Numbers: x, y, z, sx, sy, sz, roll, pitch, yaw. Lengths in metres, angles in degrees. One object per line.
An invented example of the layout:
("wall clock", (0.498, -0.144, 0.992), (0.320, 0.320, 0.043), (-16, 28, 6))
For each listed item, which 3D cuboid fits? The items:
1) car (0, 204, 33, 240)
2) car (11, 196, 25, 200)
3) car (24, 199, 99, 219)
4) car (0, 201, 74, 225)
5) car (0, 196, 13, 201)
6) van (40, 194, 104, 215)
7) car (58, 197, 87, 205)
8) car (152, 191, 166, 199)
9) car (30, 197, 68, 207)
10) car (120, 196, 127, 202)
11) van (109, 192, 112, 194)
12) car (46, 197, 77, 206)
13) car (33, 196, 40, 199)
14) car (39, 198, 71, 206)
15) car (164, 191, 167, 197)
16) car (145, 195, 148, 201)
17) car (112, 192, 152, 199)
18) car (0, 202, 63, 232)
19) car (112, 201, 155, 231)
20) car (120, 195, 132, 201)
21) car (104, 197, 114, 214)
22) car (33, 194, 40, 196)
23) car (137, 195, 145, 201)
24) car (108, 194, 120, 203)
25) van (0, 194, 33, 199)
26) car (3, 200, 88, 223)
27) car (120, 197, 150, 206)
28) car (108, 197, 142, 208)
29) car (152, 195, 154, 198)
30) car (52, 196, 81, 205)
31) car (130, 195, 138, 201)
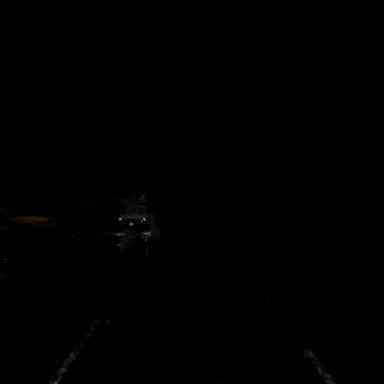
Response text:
("car", (-10.282, 1.479, 14.974), (4.892, 1.521, 2.231), (0, 0, 0))
("car", (-23.343, 1.538, 39.896), (4.792, 1.488, 2.163), (0, 0, 0))
("car", (-10.228, 1.512, 26.078), (4.792, 1.488, 2.163), (0, 0, 0))
("car", (-10.237, 1.510, 20.526), (4.792, 1.488, 2.163), (0, 0, 0))
("car", (-23.348, 1.526, 37.257), (4.792, 1.488, 2.163), (0, 0, 0))
("van", (-10.369, 1.258, 28.855), (4.442, 1.987, 1.878), (0, 0, 0))
("car", (-23.268, 1.728, 64.826), (5.008, 1.535, 2.097), (0, -1, 0))
("car", (-10.383, 1.221, 91.973), (4.792, 1.488, 2.163), (0, 0, 0))
("car", (-23.106, 1.625, 53.869), (5.366, 1.575, 1.946), (0, -1, 0))
("car", (-10.233, 1.497, 37.184), (4.892, 1.521, 2.231), (0, 0, 0))
("van", (-23.366, 0.966, 91.922), (4.442, 1.987, 1.878), (1, 0, 0))
("car", (-23.253, 1.708, 59.409), (4.792, 1.488, 2.163), (0, -1, 0))
("car", (-23.277, 1.582, 45.561), (4.792, 1.488, 2.163), (0, -1, 0))
("car", (-23.284, 1.693, 56.639), (4.674, 1.452, 2.002), (0, -1, 0))
("car", (-10.435, 1.226, 94.757), (4.792, 1.488, 2.163), (0, 0, 0))
("car", (-10.397, 1.625, 53.830), (5.366, 1.575, 1.946), (0, -1, 0))
("car", (-10.235, 1.403, 56.608), (5.566, 2.045, 2.435), (0, -1, 0))
("car", (-10.086, 1.476, 17.749), (5.366, 1.575, 1.946), (0, 0, 0))
("car", (-3.353, 1.507, 20.727), (1.812, 1.442, 4.674), (0, 0, 0))
("car", (-10.420, 1.507, 39.952), (5.366, 1.575, 1.946), (0, 0, 0))
("car", (-10.278, 1.515, 31.631), (4.792, 1.488, 2.163), (0, 0, 0))
("car", (-23.329, 1.326, 48.333), (5.566, 2.045, 2.435), (0, -1, 0))
("car", (-10.035, 1.575, 48.277), (5.366, 1.575, 1.946), (0, -1, 0))
("car", (-10.275, 1.363, 34.405), (4.553, 1.767, 2.185), (0, 0, 0))
("van", (-23.427, 1.302, 42.669), (4.442, 1.987, 1.878), (0, 0, 0))
("car", (-10.233, 1.511, 23.302), (4.792, 1.488, 2.163), (0, 0, 0))
("car", (-10.208, 1.679, 59.381), (5.008, 1.535, 2.097), (0, -1, 0))
("car", (-10.222, 1.604, 51.053), (4.892, 1.521, 2.231), (0, -1, 0))
("car", (-10.169, 1.734, 62.157), (4.792, 1.488, 2.163), (0, -1, 0))
("car", (-23.309, 1.577, 62.056), (4.553, 1.767, 2.185), (0, -1, 0))
("car", (-10.045, 1.525, 42.604), (5.366, 1.575, 1.946), (0, -1, 0))
